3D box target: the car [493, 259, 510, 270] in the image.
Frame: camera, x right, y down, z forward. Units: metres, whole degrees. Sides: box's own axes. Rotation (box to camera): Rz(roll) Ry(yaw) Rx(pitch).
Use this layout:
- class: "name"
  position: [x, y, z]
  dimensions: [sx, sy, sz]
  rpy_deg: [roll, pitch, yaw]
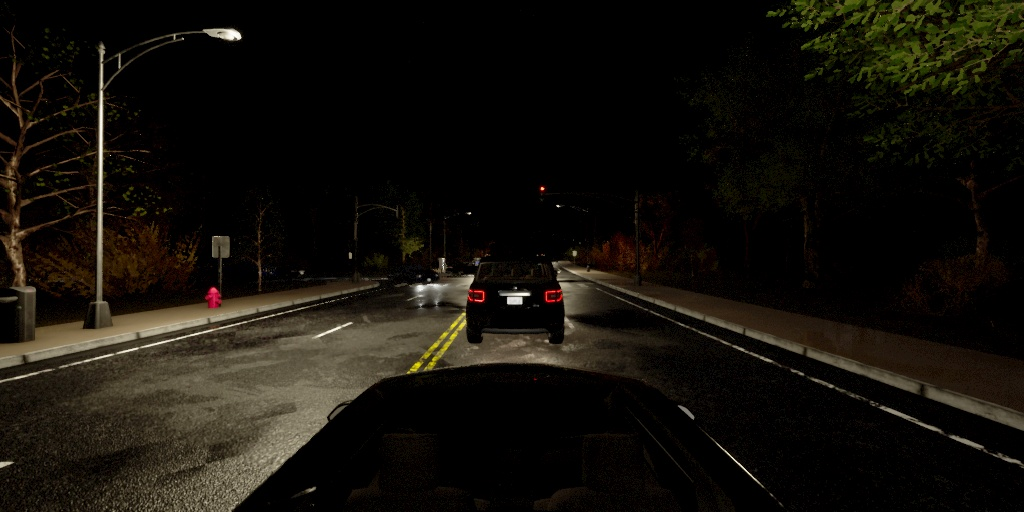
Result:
- class: "car"
  position: [-1.461, 1.190, 52.005]
  dimensions: [2.128, 1.511, 4.902]
  rpy_deg: [0, 0, 2]

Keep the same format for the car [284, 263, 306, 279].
- class: "car"
  position: [-22.573, 1.441, 34.864]
  dimensions: [4.902, 1.511, 2.128]
  rpy_deg: [-1, -1, 10]

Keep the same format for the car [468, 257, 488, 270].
- class: "car"
  position: [-4.777, 1.055, 50.934]
  dimensions: [2.097, 1.767, 4.553]
  rpy_deg: [0, 0, 4]

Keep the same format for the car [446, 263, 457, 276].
- class: "car"
  position: [-4.207, 1.284, 35.967]
  dimensions: [4.902, 1.511, 2.128]
  rpy_deg: [0, 0, -32]

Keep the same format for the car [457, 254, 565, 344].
- class: "car"
  position: [0.109, 0.972, 9.741]
  dimensions: [2.150, 2.045, 5.566]
  rpy_deg: [0, 0, 1]

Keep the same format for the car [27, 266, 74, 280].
- class: "car"
  position: [-46.078, 1.650, 35.626]
  dimensions: [4.902, 1.511, 2.128]
  rpy_deg: [-1, -1, 10]

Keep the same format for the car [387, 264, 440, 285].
- class: "car"
  position: [-7.433, 1.283, 26.578]
  dimensions: [2.033, 1.411, 5.357]
  rpy_deg: [0, 0, -42]

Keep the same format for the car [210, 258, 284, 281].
- class: "car"
  position: [-23.725, 1.150, 31.767]
  dimensions: [5.566, 2.045, 2.150]
  rpy_deg: [-1, -1, 10]

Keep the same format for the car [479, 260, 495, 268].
- class: "car"
  position: [-4.075, 1.285, 59.919]
  dimensions: [1.895, 1.301, 4.718]
  rpy_deg: [0, 0, 5]

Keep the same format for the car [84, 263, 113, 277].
- class: "car"
  position: [-44.998, 1.532, 38.737]
  dimensions: [4.553, 1.767, 2.097]
  rpy_deg: [0, -1, 10]
